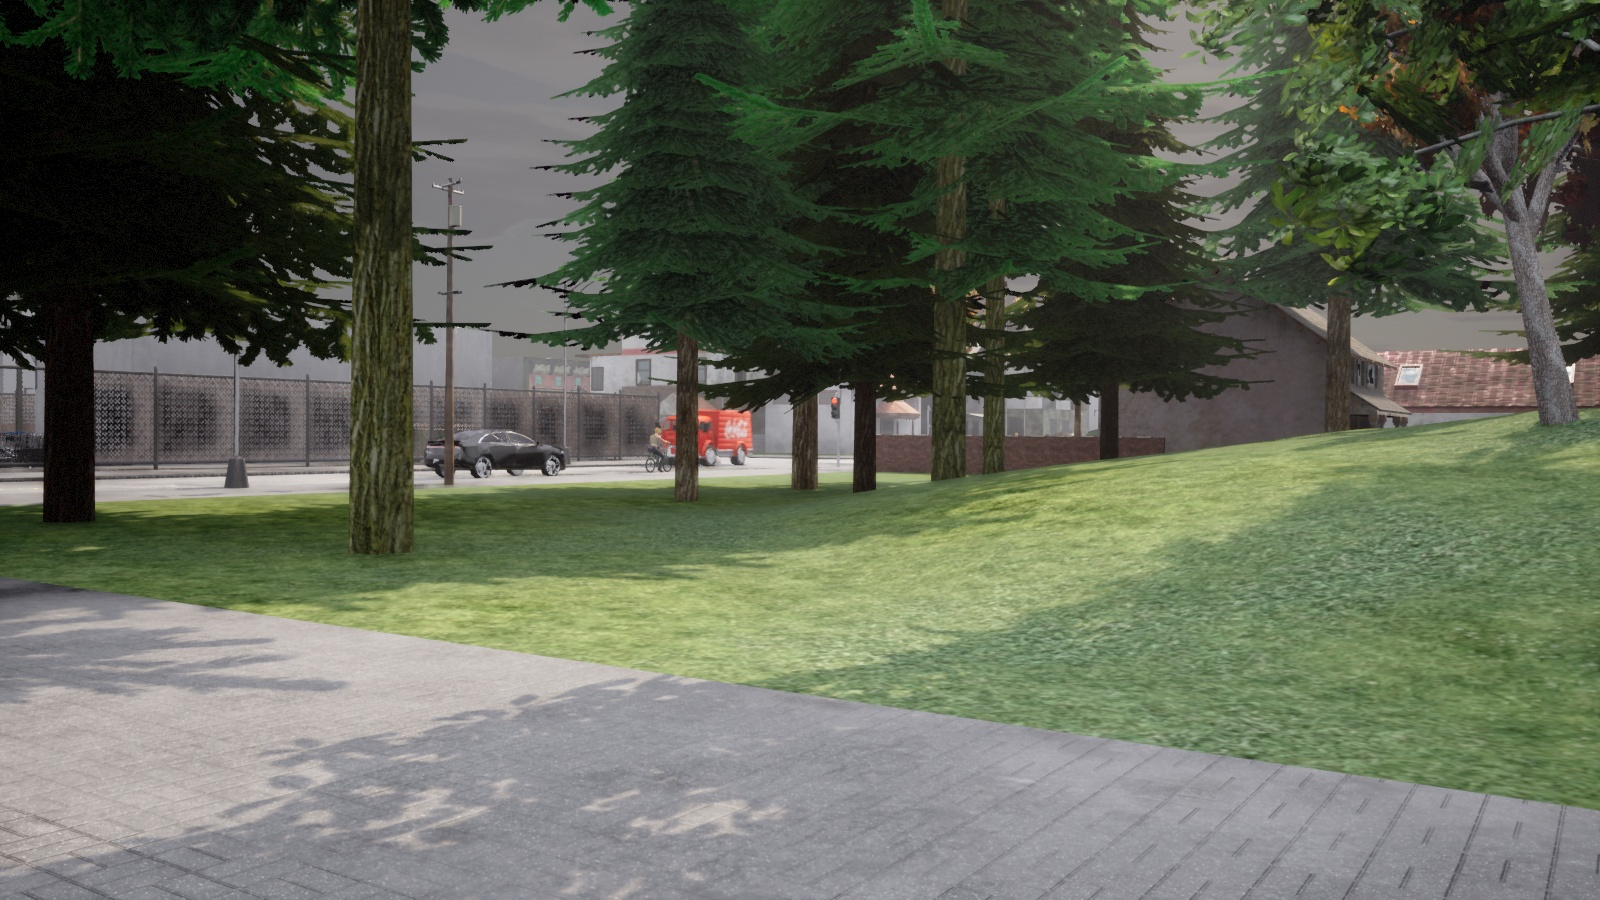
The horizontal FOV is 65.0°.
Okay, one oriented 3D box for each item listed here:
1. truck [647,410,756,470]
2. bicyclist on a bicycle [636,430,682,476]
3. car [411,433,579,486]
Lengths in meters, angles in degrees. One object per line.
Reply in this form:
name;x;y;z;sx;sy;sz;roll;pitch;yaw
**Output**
truck;-4.211;-0.466;54.743;2.627;2.467;5.204;1;1;22
bicyclist on a bicycle;-5.094;0.094;45.400;0.866;1.612;1.509;0;1;33
car;-9.367;0.240;38.970;2.128;1.511;4.902;0;1;34
